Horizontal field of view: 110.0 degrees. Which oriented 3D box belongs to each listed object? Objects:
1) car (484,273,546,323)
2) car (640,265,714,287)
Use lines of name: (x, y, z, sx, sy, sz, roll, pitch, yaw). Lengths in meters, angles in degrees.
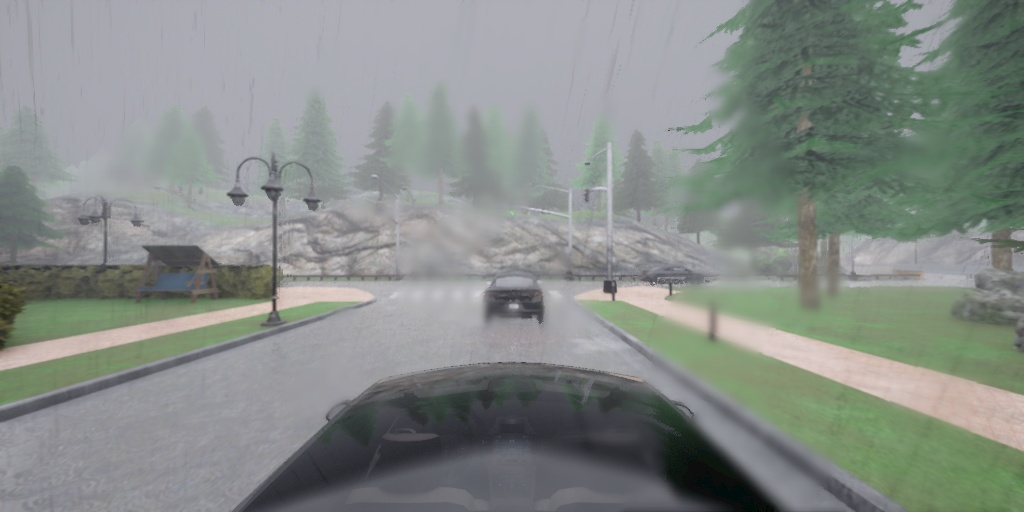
car: (0.095, 1.331, 12.673, 1.882, 1.535, 5.008, 0, -1, 0)
car: (11.299, 1.329, 24.726, 4.674, 1.442, 1.812, 0, -1, 5)
